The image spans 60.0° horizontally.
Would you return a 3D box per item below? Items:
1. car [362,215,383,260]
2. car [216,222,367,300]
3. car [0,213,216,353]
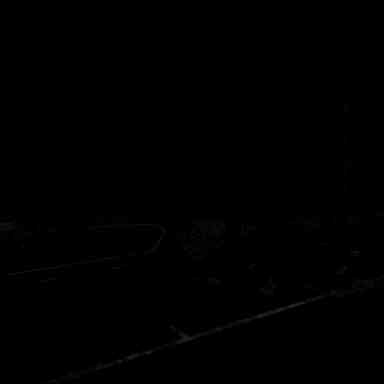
[{"bbox_3d":[6.840,1.515,11.634,4.313,1.339,1.947,0,1,-35],"label":"car"},{"bbox_3d":[2.261,1.539,8.369,4.313,1.339,1.947,0,1,-35],"label":"car"},{"bbox_3d":[-2.317,1.311,5.100,5.009,1.841,2.192,0,1,-35],"label":"car"}]
